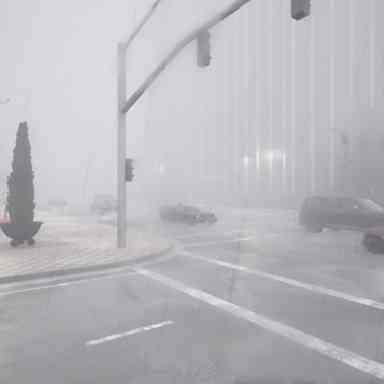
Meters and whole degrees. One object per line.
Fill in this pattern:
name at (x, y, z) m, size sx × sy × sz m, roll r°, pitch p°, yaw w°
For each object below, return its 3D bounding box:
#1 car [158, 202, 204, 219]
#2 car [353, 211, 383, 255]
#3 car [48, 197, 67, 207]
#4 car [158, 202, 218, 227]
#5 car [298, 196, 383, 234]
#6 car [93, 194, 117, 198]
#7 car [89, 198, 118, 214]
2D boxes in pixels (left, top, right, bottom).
car at (-1.097, 1.601, 29.946) m, size 1.895 × 1.301 × 4.718 m, roll 0°, pitch 0°, yaw -36°
car at (8.147, 1.564, 11.355) m, size 1.994 × 1.385 × 4.181 m, roll 0°, pitch 0°, yaw -36°
car at (-20.876, 1.483, 51.507) m, size 1.882 × 1.535 × 5.008 m, roll 0°, pitch 0°, yaw -36°
car at (-0.304, 1.601, 22.878) m, size 1.895 × 1.301 × 4.718 m, roll 0°, pitch 0°, yaw -36°
car at (8.212, 1.223, 17.167) m, size 2.150 × 2.045 × 5.566 m, roll 0°, pitch 0°, yaw -36°
car at (-11.507, 1.222, 44.392) m, size 2.150 × 2.045 × 5.566 m, roll 0°, pitch 0°, yaw -36°
car at (-9.193, 1.601, 35.179) m, size 1.895 × 1.301 × 4.718 m, roll 0°, pitch 0°, yaw -36°
